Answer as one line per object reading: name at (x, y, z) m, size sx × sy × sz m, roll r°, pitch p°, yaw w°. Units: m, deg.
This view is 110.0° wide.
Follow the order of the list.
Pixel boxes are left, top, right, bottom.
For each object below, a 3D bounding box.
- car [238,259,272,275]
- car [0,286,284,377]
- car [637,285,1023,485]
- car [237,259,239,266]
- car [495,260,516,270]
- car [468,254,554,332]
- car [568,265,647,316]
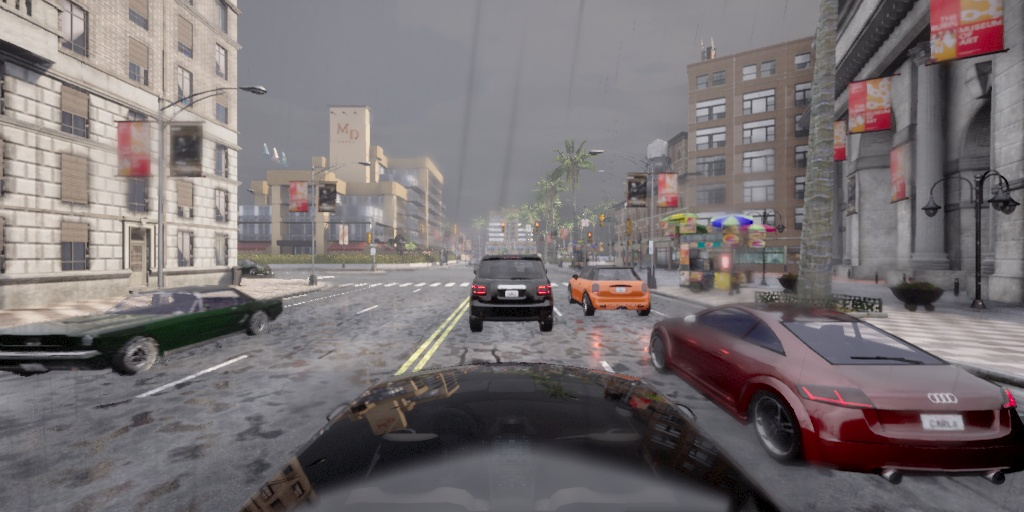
car at (-27.654, 1.091, 37.273) m, size 4.553 × 1.767 × 2.097 m, roll 0°, pitch 0°, yaw -1°
car at (-7.144, 1.349, 7.545) m, size 1.895 × 1.301 × 4.718 m, roll 0°, pitch 0°, yaw -1°
car at (3.481, 1.313, 4.900) m, size 1.994 × 1.385 × 4.181 m, roll 0°, pitch 0°, yaw 0°
car at (-29.388, 1.288, 33.734) m, size 5.357 × 1.411 × 2.033 m, roll 0°, pitch 0°, yaw -1°
car at (-0.889, 1.282, 52.030) m, size 2.033 × 1.411 × 5.357 m, roll 0°, pitch 0°, yaw 11°
car at (-0.036, 0.969, 11.051) m, size 2.150 × 2.045 × 5.566 m, roll 0°, pitch 0°, yaw -1°
car at (3.441, 1.098, 13.533) m, size 2.097 × 1.767 × 4.553 m, roll 0°, pitch 0°, yaw -1°
